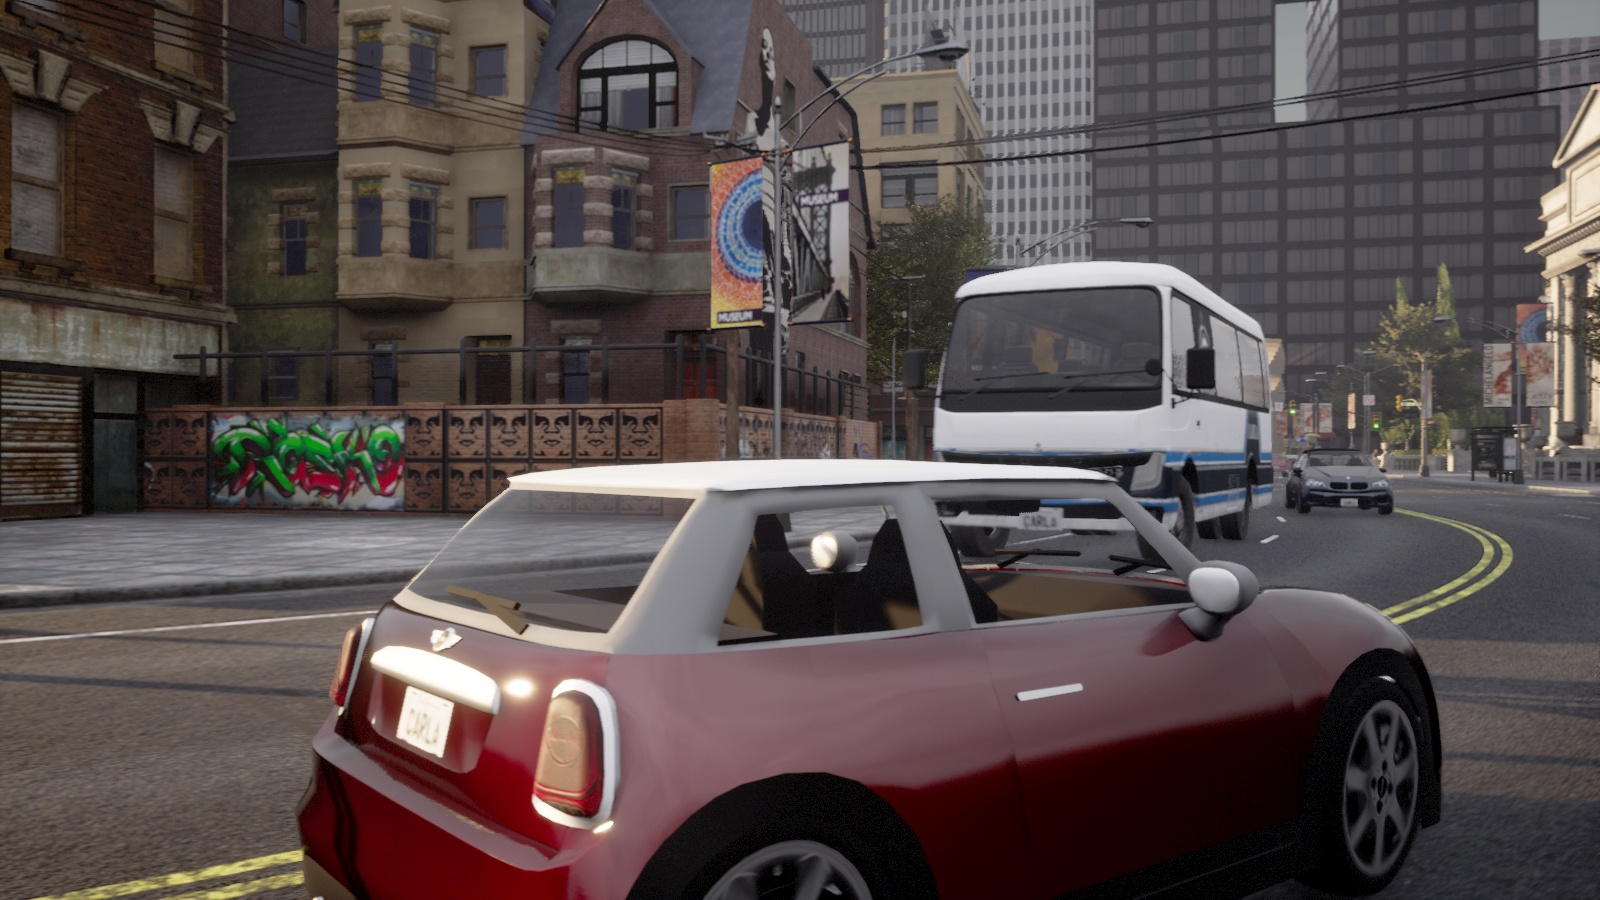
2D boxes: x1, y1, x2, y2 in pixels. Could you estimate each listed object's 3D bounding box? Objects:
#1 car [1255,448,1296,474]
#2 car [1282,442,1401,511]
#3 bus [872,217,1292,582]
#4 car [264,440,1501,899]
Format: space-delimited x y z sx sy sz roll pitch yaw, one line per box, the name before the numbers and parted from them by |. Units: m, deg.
car | 31.738 0.711 83.927 2.152 1.651 5.027 0 0 15
car | 14.055 0.658 32.847 2.242 1.667 4.611 0 0 15
bus | 5.110 -0.580 20.075 3.944 4.253 10.273 0 0 28
car | 0.479 0.723 4.222 3.806 1.475 1.970 0 0 -38
